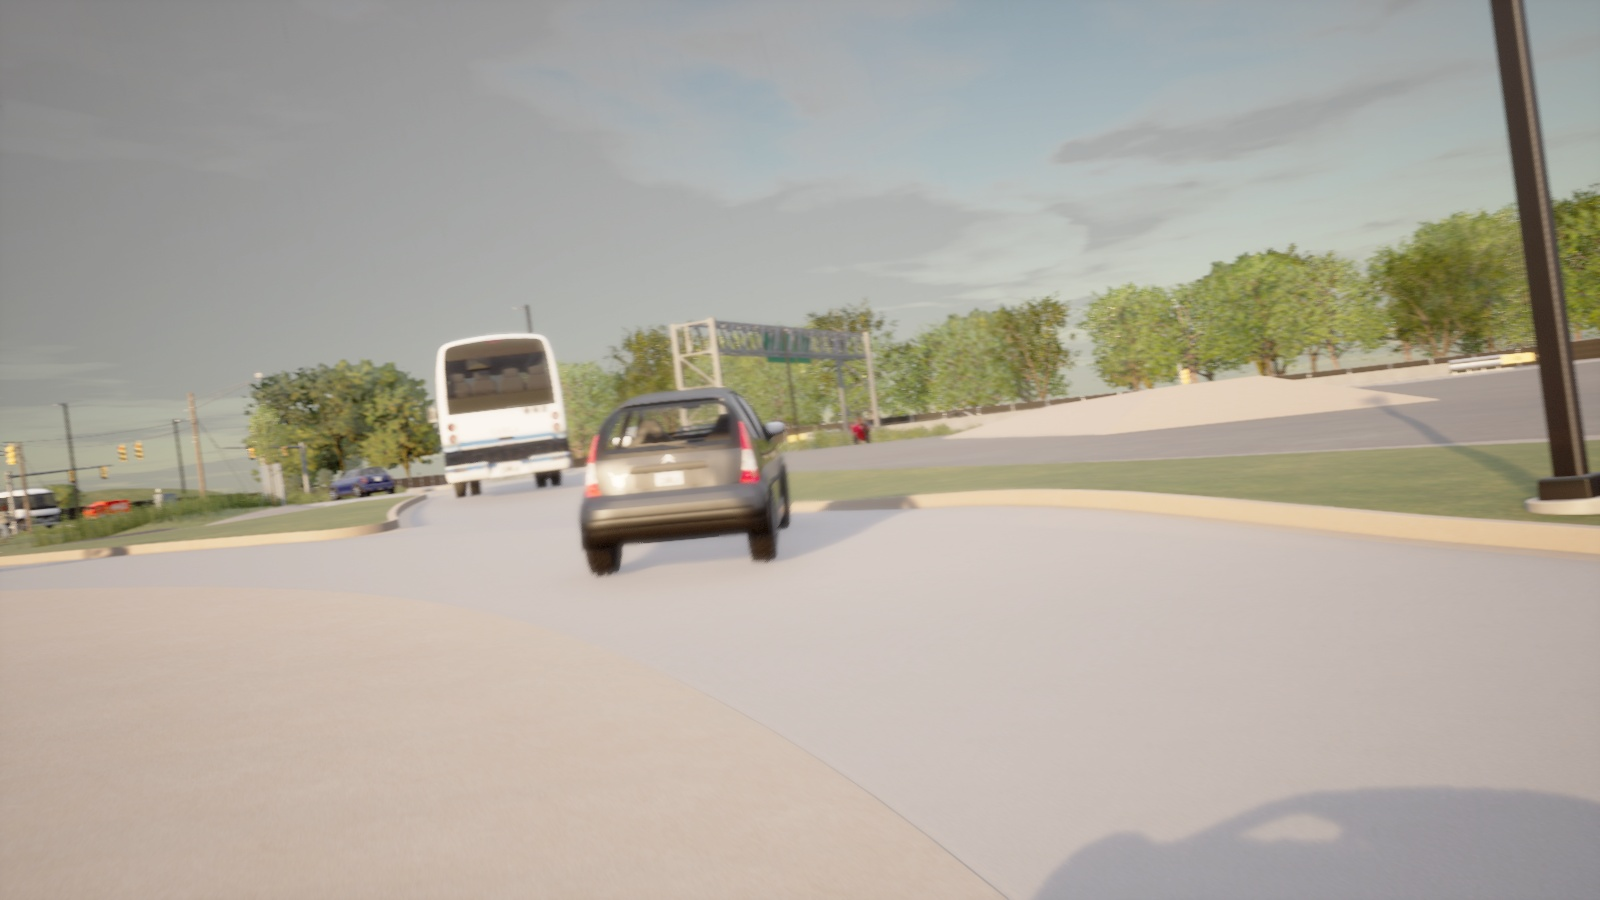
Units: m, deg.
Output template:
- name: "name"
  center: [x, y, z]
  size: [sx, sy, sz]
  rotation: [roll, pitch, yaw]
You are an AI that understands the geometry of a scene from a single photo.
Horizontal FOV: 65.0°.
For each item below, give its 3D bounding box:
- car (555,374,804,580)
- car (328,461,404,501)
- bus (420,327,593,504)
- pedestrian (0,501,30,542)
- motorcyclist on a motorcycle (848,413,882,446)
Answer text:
- name: "car"
  center: [-1.033, 0.146, 12.803]
  size: [1.851, 1.617, 3.988]
  rotation: [-5, 2, 3]
- name: "car"
  center: [-24.577, 1.765, 71.019]
  size: [2.097, 1.767, 4.553]
  rotation: [-7, 0, -45]
- name: "bus"
  center: [-9.051, -0.957, 38.216]
  size: [3.944, 4.253, 10.273]
  rotation: [-7, 2, -15]
- name: "pedestrian"
  center: [-39.136, 3.559, 62.465]
  size: [0.900, 1.855, 0.874]
  rotation: [-8, 0, 30]
- name: "motorcyclist on a motorcycle"
  center: [3.337, -1.056, 64.149]
  size: [0.797, 1.523, 2.044]
  rotation: [-6, 0, 28]
